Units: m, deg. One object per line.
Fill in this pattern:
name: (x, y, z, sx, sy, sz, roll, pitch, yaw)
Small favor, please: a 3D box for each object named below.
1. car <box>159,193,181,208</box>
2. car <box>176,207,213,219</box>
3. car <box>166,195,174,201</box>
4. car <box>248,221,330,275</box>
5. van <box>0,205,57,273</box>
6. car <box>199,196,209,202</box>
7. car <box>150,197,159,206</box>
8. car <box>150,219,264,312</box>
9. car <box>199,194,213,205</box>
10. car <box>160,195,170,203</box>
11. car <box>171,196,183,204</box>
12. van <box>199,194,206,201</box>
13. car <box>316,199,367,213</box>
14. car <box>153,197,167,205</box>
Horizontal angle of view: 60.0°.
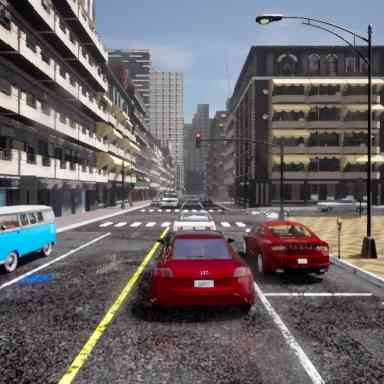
car: (-3.066, 1.233, 47.375, 2.150, 2.045, 5.566, 0, 0, 0)
car: (0.116, 1.601, 16.596, 1.895, 1.301, 4.718, 0, 0, 1)
car: (-5.672, 1.575, 86.784, 1.752, 1.417, 4.829, -1, 0, 0)
car: (2.685, 1.544, 10.308, 1.887, 1.381, 4.507, 0, 0, 0)
van: (-5.696, 1.341, 10.311, 1.690, 1.788, 3.998, 0, 0, 0)
car: (2.705, 1.588, 75.891, 2.008, 1.369, 4.403, -1, 0, 0)
car: (-5.682, 1.567, 53.787, 2.008, 1.369, 4.403, 0, 0, 0)
car: (0.124, 1.564, 7.796, 1.994, 1.385, 4.181, 0, 0, -2)
car: (2.699, 1.462, 59.307, 1.967, 1.590, 4.097, -1, 0, 0)
car: (-5.678, 1.472, 70.371, 1.967, 1.590, 4.097, -1, 0, 0)
car: (-2.999, 1.521, 67.638, 2.128, 1.511, 4.902, 0, 0, 1)
van: (2.706, 1.391, 86.946, 1.690, 1.788, 3.998, -1, 0, 0)
car: (15.008, 1.330, 33.294, 4.718, 1.301, 1.895, -1, 0, -1)
car: (-5.680, 1.587, 59.314, 1.947, 1.339, 4.313, 0, 0, 0)
